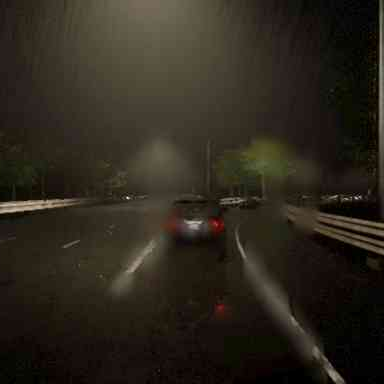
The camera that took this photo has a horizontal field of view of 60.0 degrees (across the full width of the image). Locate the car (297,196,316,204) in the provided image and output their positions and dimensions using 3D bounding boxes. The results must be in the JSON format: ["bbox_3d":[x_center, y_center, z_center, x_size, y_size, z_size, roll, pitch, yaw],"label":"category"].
[{"bbox_3d":[22.512,1.556,65.149,2.033,1.411,5.357,0,0,43],"label":"car"}]

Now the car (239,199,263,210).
[{"bbox_3d":[7.615,1.579,42.628,2.033,1.411,5.357,0,0,25],"label":"car"}]

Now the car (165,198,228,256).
[{"bbox_3d":[0.277,1.233,13.410,2.150,2.045,5.566,0,0,4],"label":"car"}]
